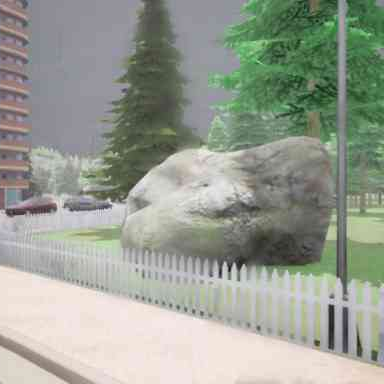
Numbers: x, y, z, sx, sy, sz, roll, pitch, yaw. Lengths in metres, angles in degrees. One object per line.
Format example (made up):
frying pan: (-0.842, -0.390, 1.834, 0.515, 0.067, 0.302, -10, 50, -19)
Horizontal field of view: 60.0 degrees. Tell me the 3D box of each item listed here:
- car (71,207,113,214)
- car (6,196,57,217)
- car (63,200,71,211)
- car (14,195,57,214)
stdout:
car: (-9.731, 1.423, 33.923, 2.128, 1.511, 4.902, 0, 0, 12)
car: (-14.466, 1.409, 30.219, 1.882, 1.535, 5.008, 0, 0, 15)
car: (-16.446, 1.431, 45.900, 1.837, 1.490, 4.892, 0, 0, -8)
car: (-16.726, 1.281, 35.864, 2.097, 1.767, 4.553, 0, 0, 8)
